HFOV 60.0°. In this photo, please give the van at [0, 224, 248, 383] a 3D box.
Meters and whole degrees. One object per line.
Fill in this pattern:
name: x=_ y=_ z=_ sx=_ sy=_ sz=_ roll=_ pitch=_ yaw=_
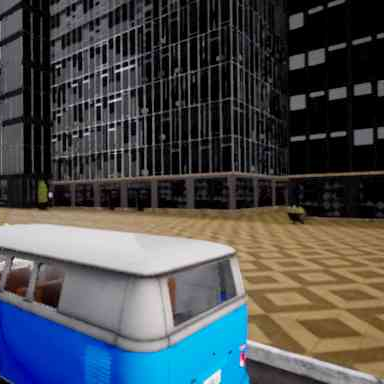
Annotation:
van: x=-1.339 y=1.340 z=3.849 sx=3.998 sy=1.788 sz=1.690 roll=0 pitch=-1 yaw=36
